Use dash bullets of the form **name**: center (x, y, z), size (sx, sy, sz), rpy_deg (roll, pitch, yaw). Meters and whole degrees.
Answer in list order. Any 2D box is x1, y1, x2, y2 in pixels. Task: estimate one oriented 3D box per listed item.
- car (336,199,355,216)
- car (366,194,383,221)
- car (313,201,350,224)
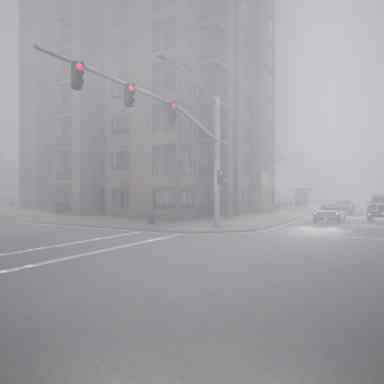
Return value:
- **car**: center (15.181, 1.505, 33.281), size (1.837, 1.490, 4.892), rpy_deg (0, 0, 30)
- **car**: center (15.314, 1.221, 26.521), size (2.150, 2.045, 5.566), rpy_deg (0, 0, 31)
- **car**: center (10.492, 1.601, 25.231), size (1.895, 1.301, 4.718), rpy_deg (0, 0, 30)
